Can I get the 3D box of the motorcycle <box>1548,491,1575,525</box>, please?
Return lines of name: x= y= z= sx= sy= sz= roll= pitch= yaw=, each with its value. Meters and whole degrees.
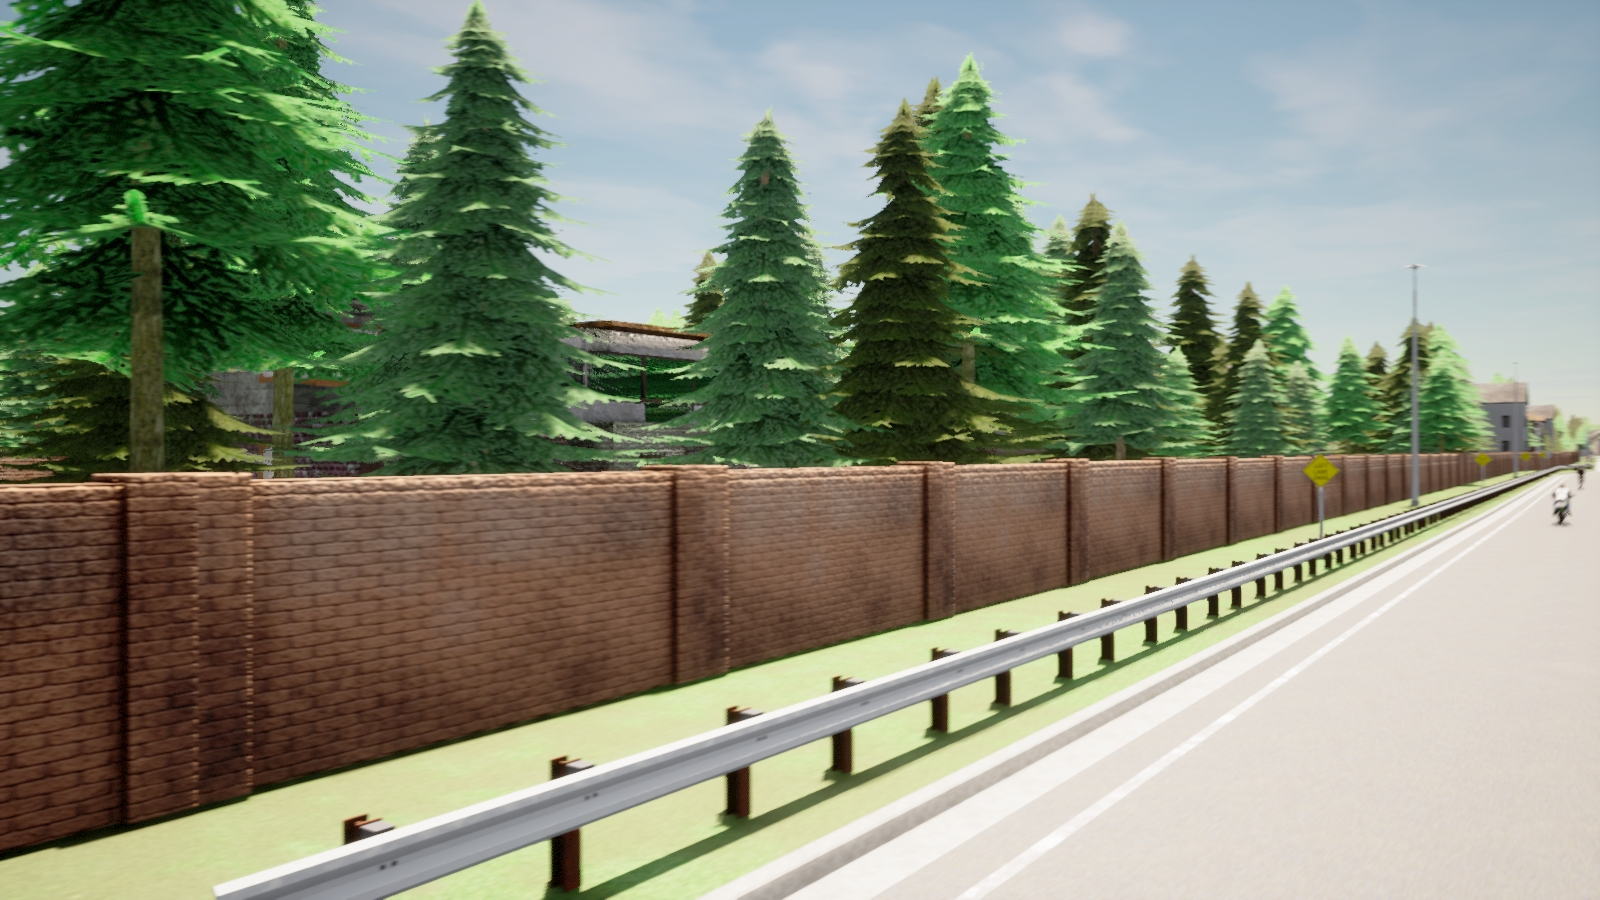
motorcycle: x=29.306 y=2.216 z=43.942 sx=0.803 sy=1.199 sz=2.033 roll=0 pitch=0 yaw=35
